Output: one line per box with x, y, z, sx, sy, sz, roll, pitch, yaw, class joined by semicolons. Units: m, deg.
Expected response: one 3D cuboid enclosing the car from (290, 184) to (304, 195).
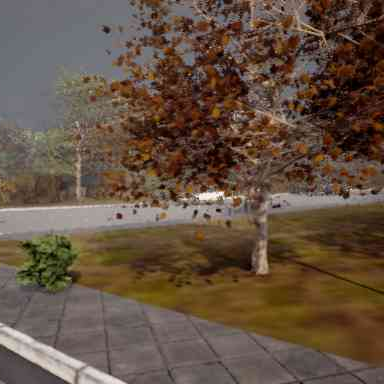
16.598;-0.405;48.554;5.008;1.535;1.882;-3;2;-25;car

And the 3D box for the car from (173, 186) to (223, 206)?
1.187;0.356;35.729;5.566;2.045;2.150;-3;3;-34;car

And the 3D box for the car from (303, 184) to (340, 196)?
18.189;-0.318;45.436;4.902;1.511;2.128;-3;2;-25;car

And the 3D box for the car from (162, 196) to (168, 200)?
-1.369;0.653;38.173;4.181;1.385;1.994;-3;3;-34;car
